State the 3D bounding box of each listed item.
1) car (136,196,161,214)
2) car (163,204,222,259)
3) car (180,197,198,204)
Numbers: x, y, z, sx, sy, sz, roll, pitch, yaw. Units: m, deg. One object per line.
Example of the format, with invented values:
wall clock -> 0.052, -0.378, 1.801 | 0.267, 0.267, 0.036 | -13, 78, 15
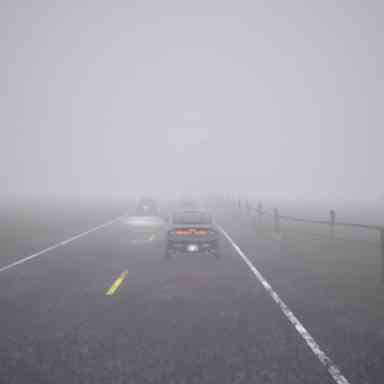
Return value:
car -> -3.898, 1.171, 30.289 | 2.128, 1.511, 4.902 | 0, 1, -1
car -> 0.016, 1.378, 12.039 | 1.837, 1.490, 4.892 | 0, 0, 0
car -> -0.313, 1.219, 35.609 | 1.895, 1.301, 4.718 | 0, 1, -1
